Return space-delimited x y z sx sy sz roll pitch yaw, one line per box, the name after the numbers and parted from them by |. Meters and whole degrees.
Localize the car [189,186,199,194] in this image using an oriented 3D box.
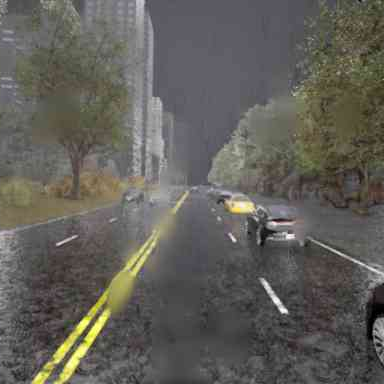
0.427 -0.286 67.312 1.812 1.442 4.674 -1 0 1 | car

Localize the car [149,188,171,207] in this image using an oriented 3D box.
-3.118 0.626 33.024 1.812 1.442 4.674 1 2 1 | car

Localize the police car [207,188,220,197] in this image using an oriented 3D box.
3.633 0.040 57.587 2.038 1.542 4.974 1 1 0 | police car

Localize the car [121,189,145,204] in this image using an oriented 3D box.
-6.311 0.461 35.913 2.128 1.511 4.902 1 2 1 | car

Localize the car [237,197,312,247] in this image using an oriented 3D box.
3.333 1.204 13.571 2.128 1.511 4.902 0 2 0 | car

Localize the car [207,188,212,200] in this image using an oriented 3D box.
3.586 0.296 46.580 1.837 1.490 4.892 2 2 0 | car

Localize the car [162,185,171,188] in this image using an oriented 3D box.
-5.973 -0.893 77.617 1.837 1.490 4.892 1 2 0 | car

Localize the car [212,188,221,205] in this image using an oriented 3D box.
3.513 0.564 35.577 1.882 1.535 5.008 2 2 0 | car

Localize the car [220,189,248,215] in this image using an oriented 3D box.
3.439 0.831 24.764 1.801 1.575 5.366 2 2 0 | car

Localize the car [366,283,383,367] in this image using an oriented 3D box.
3.255 1.485 2.570 2.128 1.511 4.902 0 2 0 | car

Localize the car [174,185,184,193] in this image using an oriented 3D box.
-2.749 -0.820 73.534 2.097 1.767 4.553 1 2 0 | car

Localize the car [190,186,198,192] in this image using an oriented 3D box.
0.572 -0.856 85.090 2.033 1.411 5.357 1 2 0 | car
